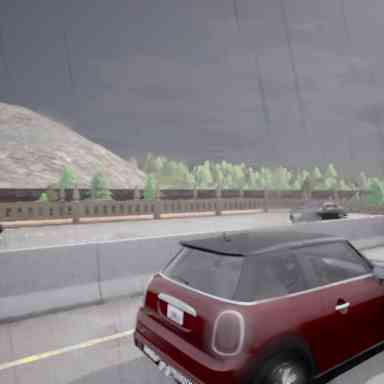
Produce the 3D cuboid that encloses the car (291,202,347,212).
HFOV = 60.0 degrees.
[{"bbox_3d":[8.836,1.431,23.163,4.902,1.511,2.128,0,0,-35],"label":"car"}]

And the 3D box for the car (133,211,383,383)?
[{"bbox_3d":[1.547,1.340,4.845,4.553,1.767,2.097,0,0,-36],"label":"car"}]

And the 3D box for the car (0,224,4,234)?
[{"bbox_3d":[-10.530,1.603,13.675,4.718,1.301,1.895,0,0,-35],"label":"car"}]
